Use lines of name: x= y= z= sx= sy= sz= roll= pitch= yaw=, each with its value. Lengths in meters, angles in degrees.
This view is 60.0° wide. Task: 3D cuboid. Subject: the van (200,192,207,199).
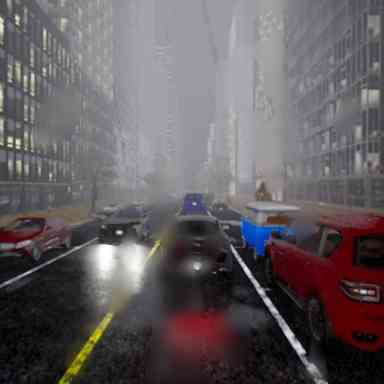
van: x=3.098 y=0.880 z=91.355 sx=1.690 sy=1.788 sz=3.998 roll=0 pitch=0 yaw=0

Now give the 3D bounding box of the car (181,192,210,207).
car: x=0.230 y=1.071 z=30.100 sx=2.150 sy=2.045 sz=5.566 roll=0 pitch=0 yaw=0

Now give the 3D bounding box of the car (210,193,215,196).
car: x=2.940 y=1.029 z=57.254 sx=2.192 sy=1.841 sz=5.009 roll=-1 pitch=0 yaw=0

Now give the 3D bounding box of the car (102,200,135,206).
car: x=-5.596 y=1.431 z=23.193 sx=2.008 sy=1.369 sz=4.403 roll=0 pitch=0 yaw=0

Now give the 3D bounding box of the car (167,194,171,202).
car: x=-5.412 y=1.206 z=62.807 sx=1.752 sy=1.417 sz=4.829 roll=0 pitch=0 yaw=0

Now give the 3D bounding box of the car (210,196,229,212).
car: x=2.838 y=1.380 z=34.520 sx=2.008 sy=1.369 sz=4.403 roll=-1 pitch=0 yaw=0

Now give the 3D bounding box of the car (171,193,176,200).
car: x=-5.359 y=1.187 z=74.344 sx=1.947 sy=1.339 sz=4.313 roll=0 pitch=0 yaw=0

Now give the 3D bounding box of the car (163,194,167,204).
car: x=-5.465 y=1.177 z=51.609 sx=1.967 sy=1.590 sz=4.097 roll=0 pitch=0 yaw=0

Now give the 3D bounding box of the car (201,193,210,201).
car: x=3.021 y=1.067 z=74.305 sx=1.967 sy=1.590 sz=4.097 roll=0 pitch=0 yaw=0

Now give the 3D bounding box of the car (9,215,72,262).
car: x=-5.648 y=1.519 z=11.826 sx=1.802 sy=1.307 sz=4.206 roll=0 pitch=0 yaw=0

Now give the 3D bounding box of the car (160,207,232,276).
car: x=0.120 y=1.456 z=10.178 sx=1.837 sy=1.490 sz=4.892 roll=0 pitch=1 yaw=1

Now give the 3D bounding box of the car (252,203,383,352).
car: x=2.704 y=1.286 z=6.102 sx=2.192 sy=1.841 sz=5.009 roll=-1 pitch=0 yaw=0

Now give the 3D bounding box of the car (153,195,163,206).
car: x=-5.490 y=1.348 z=45.926 sx=1.802 sy=1.307 sz=4.206 roll=0 pitch=0 yaw=0

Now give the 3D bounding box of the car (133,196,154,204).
car: x=-5.543 y=1.374 z=34.559 sx=2.008 sy=1.369 sz=4.403 roll=0 pitch=0 yaw=0

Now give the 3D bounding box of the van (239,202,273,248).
van: x=2.730 y=1.284 z=11.786 sx=1.690 sy=1.788 sz=3.998 roll=-1 pitch=0 yaw=0

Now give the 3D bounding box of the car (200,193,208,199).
car: x=3.073 y=1.008 z=85.672 sx=1.967 sy=1.590 sz=4.097 roll=0 pitch=0 yaw=0

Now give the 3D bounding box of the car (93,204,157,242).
car: x=-3.027 y=1.482 z=15.849 sx=1.994 sy=1.385 sz=4.181 roll=0 pitch=0 yaw=0

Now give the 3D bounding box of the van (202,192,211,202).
van: x=2.994 y=0.997 z=68.621 sx=1.690 sy=1.788 sz=3.998 roll=-1 pitch=0 yaw=0

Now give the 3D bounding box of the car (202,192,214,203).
car: x=2.967 y=1.000 z=62.938 sx=2.192 sy=1.841 sz=5.009 roll=-1 pitch=0 yaw=0

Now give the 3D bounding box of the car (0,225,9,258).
car: x=-5.675 y=1.516 z=6.142 sx=2.008 sy=1.369 sz=4.403 roll=0 pitch=0 yaw=0
